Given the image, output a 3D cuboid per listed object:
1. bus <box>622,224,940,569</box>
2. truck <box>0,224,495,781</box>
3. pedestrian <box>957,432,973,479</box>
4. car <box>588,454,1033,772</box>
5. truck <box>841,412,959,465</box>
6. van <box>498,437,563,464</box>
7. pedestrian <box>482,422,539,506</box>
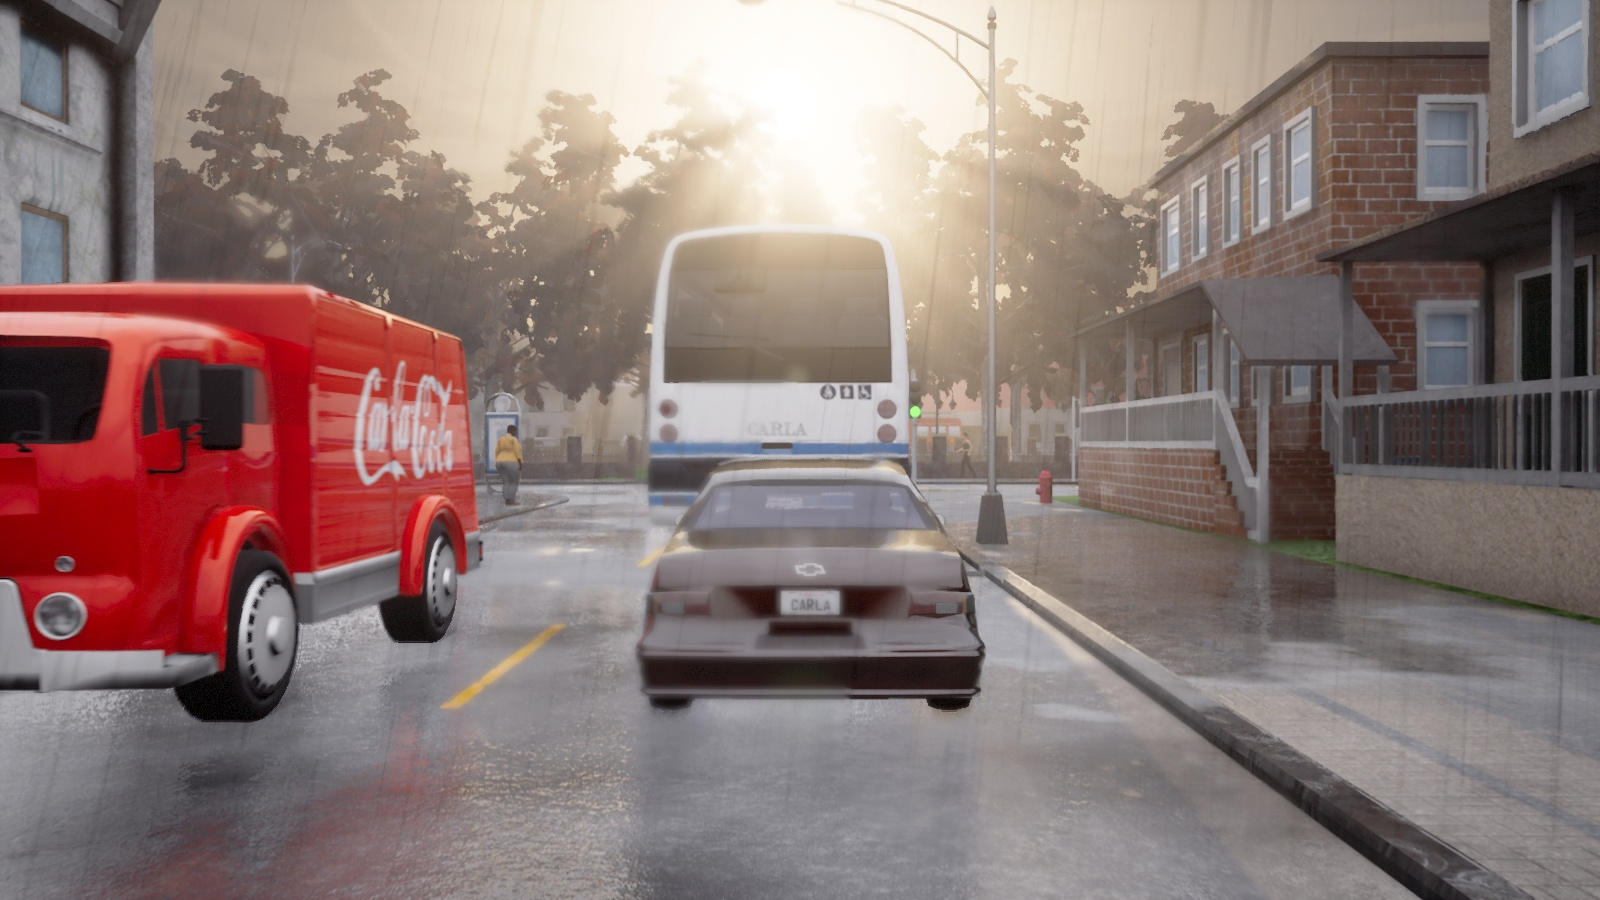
[{"bbox_3d":[0.059,-0.730,20.735,3.944,4.253,10.273,0,1,3],"label":"bus"},{"bbox_3d":[-3.939,0.216,8.170,2.627,2.467,5.204,0,0,0],"label":"truck"},{"bbox_3d":[6.430,0.224,48.873,0.594,1.836,0.345,0,0,0],"label":"pedestrian"},{"bbox_3d":[0.065,0.753,8.421,2.033,1.411,5.357,0,0,0],"label":"car"},{"bbox_3d":[7.339,-0.863,92.840,8.468,3.827,2.891,0,0,0],"label":"truck"},{"bbox_3d":[-19.899,0.031,92.962,4.442,1.987,1.775,0,0,0],"label":"van"},{"bbox_3d":[-6.548,0.313,28.388,0.874,1.855,0.900,0,0,32],"label":"pedestrian"}]
